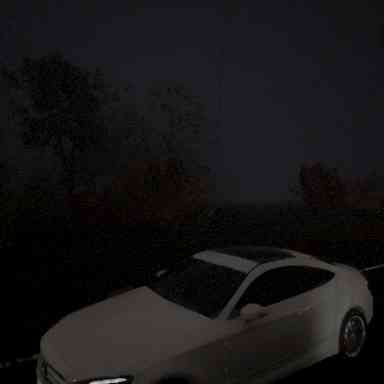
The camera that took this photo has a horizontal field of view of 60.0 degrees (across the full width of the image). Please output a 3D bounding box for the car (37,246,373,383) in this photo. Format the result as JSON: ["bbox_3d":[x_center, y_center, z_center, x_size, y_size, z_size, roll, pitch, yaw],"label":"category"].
[{"bbox_3d":[0.550,1.509,4.333,4.674,1.442,1.812,0,0,-35],"label":"car"}]
